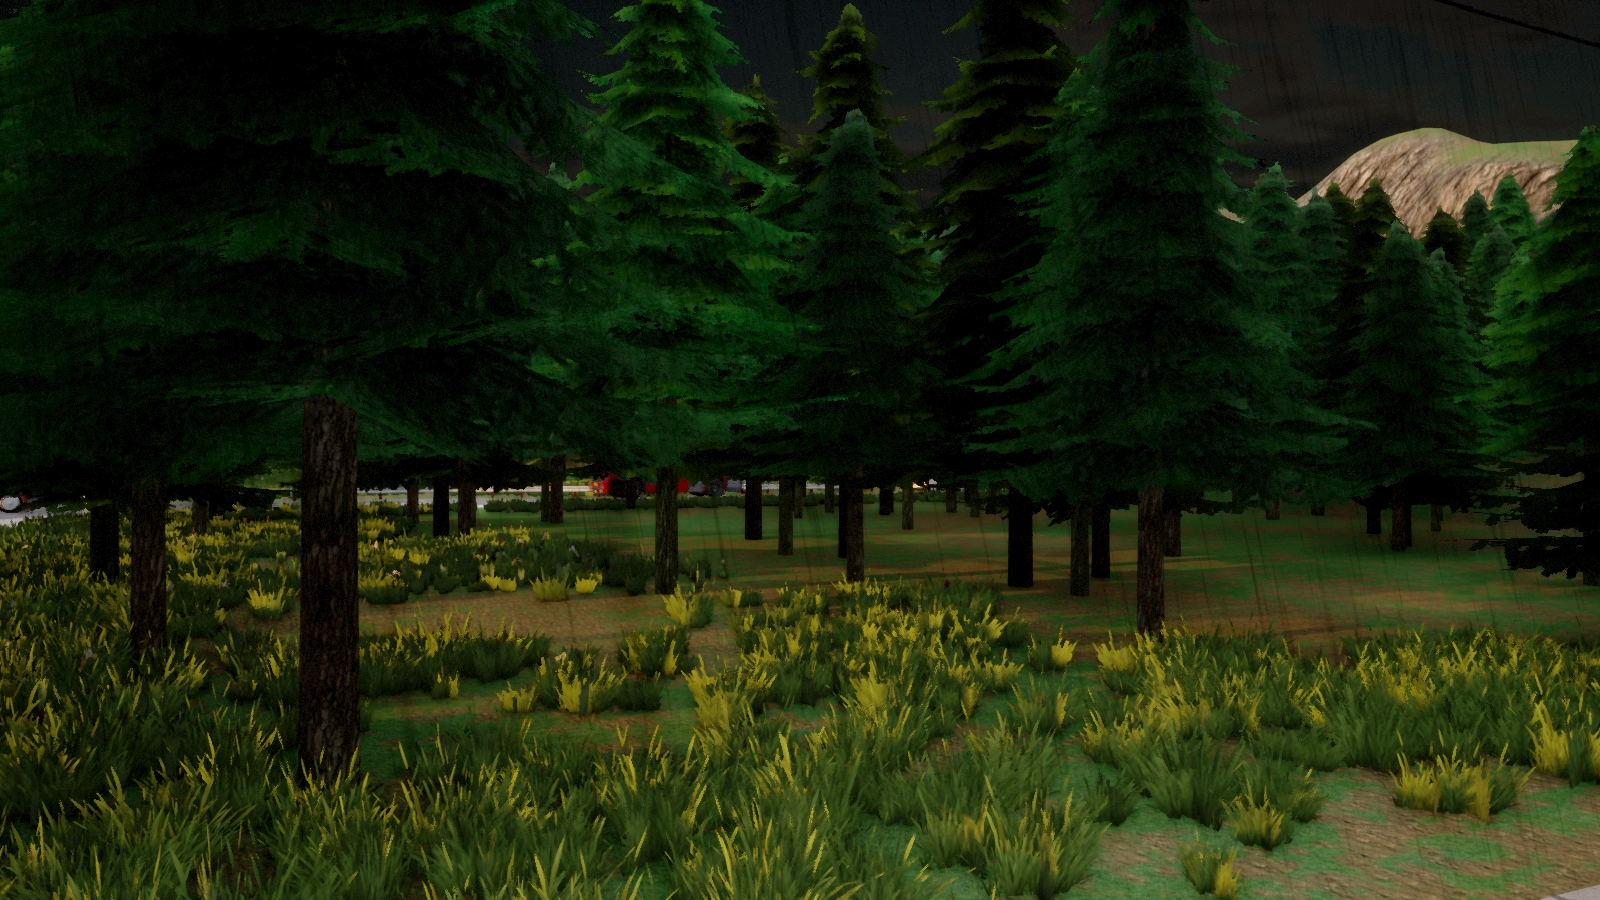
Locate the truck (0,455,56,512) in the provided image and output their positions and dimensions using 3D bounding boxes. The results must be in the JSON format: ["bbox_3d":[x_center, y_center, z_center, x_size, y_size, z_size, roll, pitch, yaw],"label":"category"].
[{"bbox_3d":[-36.479,1.530,50.955,5.204,2.467,2.627,-2,1,-28],"label":"truck"}]
